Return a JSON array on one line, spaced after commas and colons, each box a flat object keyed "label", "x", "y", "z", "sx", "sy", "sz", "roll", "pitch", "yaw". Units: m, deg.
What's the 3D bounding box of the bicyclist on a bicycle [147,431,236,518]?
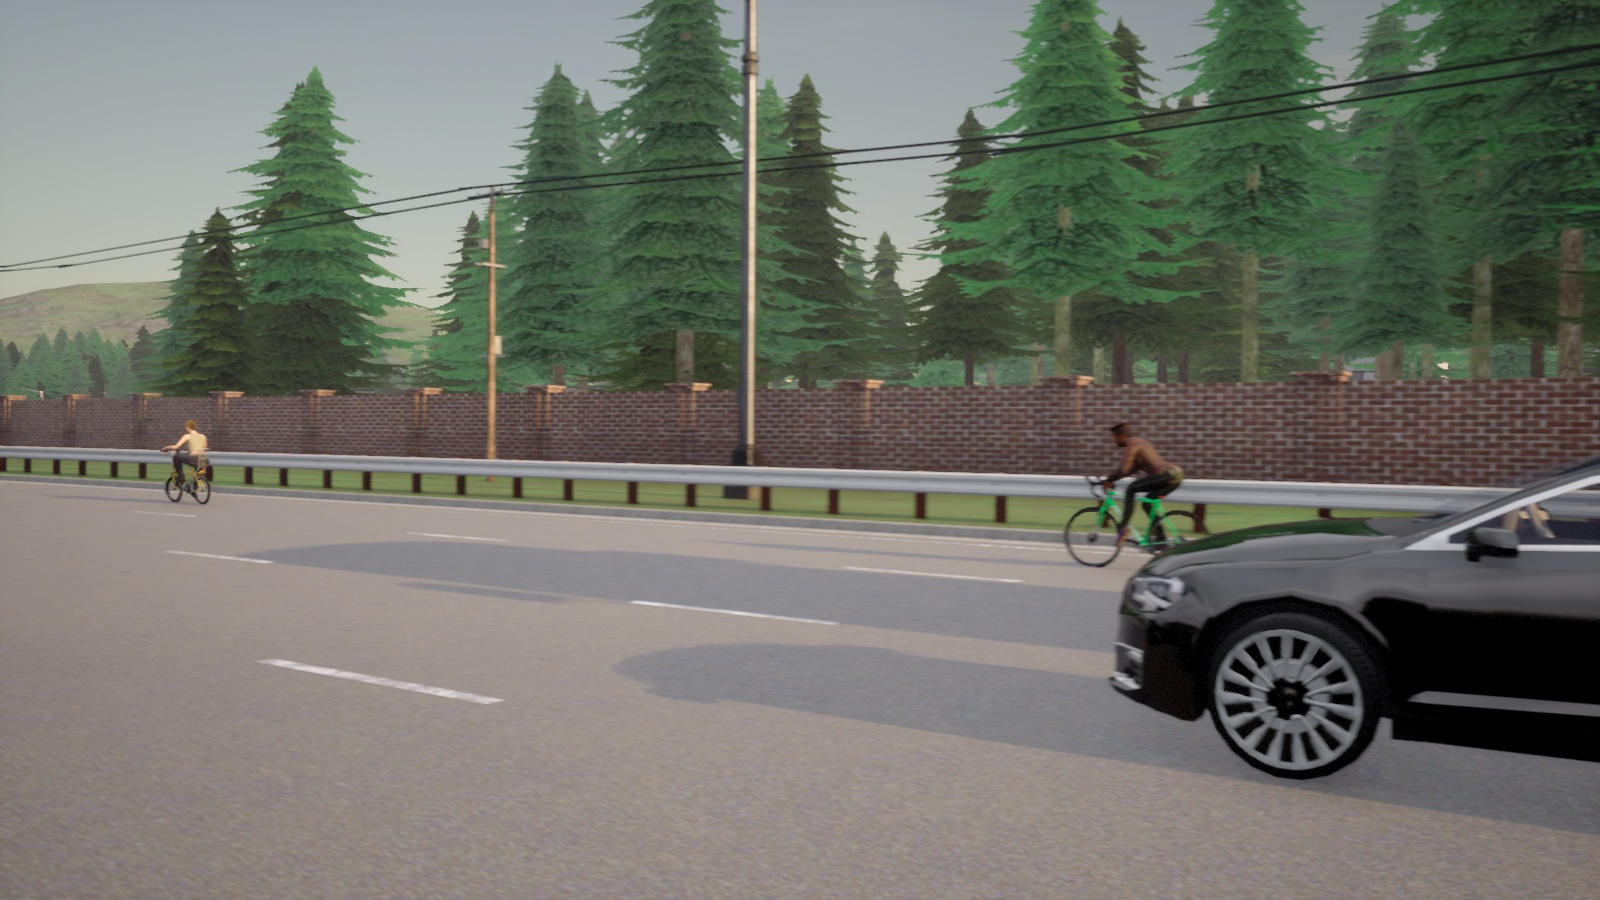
[{"label": "bicyclist on a bicycle", "x": -11.606, "y": 0.444, "z": 23.932, "sx": 1.509, "sy": 1.612, "sz": 0.866, "roll": 0, "pitch": 1, "yaw": 34}]

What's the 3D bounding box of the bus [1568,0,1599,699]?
[{"label": "bus", "x": 9.557, "y": -0.809, "z": 5.649, "sx": 10.273, "sy": 4.253, "sz": 3.944, "roll": 0, "pitch": 1, "yaw": 34}]

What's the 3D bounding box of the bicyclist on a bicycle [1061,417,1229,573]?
[{"label": "bicyclist on a bicycle", "x": 3.761, "y": 0.462, "z": 13.728, "sx": 1.656, "sy": 1.620, "sz": 0.582, "roll": 0, "pitch": 1, "yaw": 34}]

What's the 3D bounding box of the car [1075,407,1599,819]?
[{"label": "car", "x": 3.887, "y": 0.581, "z": 5.241, "sx": 4.902, "sy": 1.511, "sz": 2.128, "roll": 0, "pitch": 1, "yaw": 34}]
